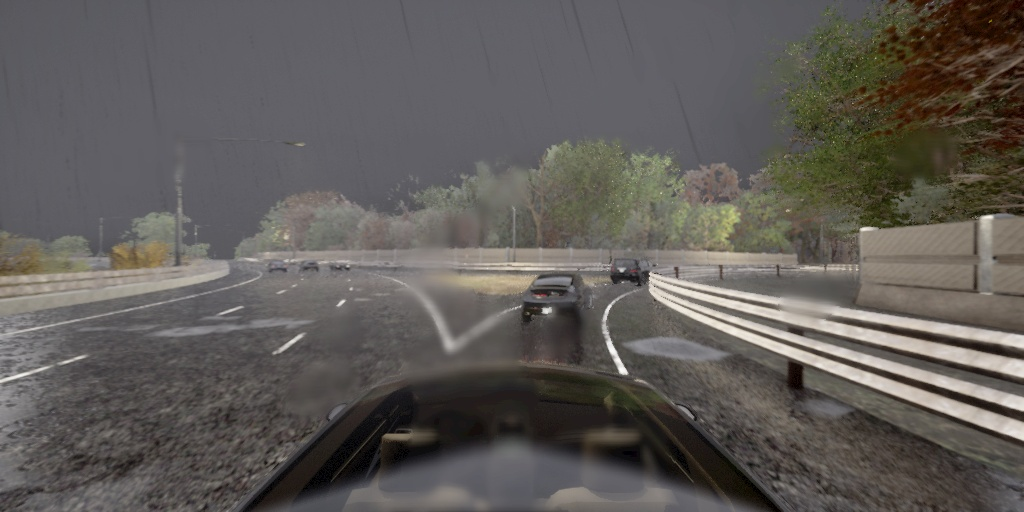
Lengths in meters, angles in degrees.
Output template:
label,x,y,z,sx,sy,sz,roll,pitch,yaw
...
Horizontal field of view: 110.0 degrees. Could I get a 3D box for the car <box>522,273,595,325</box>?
label,x,y,z,sx,sy,sz,roll,pitch,yaw
car,1.687,1.311,12.333,1.837,1.490,4.892,-1,-1,16

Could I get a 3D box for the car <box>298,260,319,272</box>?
label,x,y,z,sx,sy,sz,roll,pitch,yaw
car,-26.457,1.268,46.681,1.837,1.490,4.892,1,-1,-38

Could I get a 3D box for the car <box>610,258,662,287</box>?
label,x,y,z,sx,sy,sz,roll,pitch,yaw
car,9.418,1.147,27.106,2.150,2.045,5.566,0,-1,41

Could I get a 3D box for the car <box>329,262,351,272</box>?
label,x,y,z,sx,sy,sz,roll,pitch,yaw
car,-23.323,1.394,48.408,1.895,1.301,4.718,1,0,-37

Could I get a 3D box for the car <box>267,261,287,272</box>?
label,x,y,z,sx,sy,sz,roll,pitch,yaw
car,-29.469,1.283,44.963,2.033,1.411,5.357,1,0,-38
